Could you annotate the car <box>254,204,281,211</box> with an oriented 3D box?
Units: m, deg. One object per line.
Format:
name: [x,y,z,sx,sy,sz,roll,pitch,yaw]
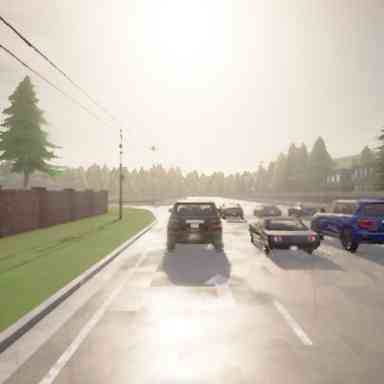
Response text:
car: [7.109,1.782,31.522,1.994,1.385,4.181,0,0,0]

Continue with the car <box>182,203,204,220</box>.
car: [0.110,1.779,31.513,1.994,1.385,4.181,0,0,0]

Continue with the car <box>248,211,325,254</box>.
car: [3.602,1.698,13.944,1.895,1.301,4.718,0,0,0]

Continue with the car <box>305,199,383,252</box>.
car: [7.103,1.323,14.527,2.150,2.045,5.566,0,0,0]

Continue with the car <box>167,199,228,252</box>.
car: [0.104,1.323,14.618,2.150,2.045,5.566,0,0,0]

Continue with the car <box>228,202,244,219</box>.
car: [3.610,1.704,30.890,2.128,1.511,4.902,0,0,0]

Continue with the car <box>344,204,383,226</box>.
car: [14.106,1.728,25.957,2.033,1.411,5.357,0,0,0]

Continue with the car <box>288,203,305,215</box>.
car: [10.610,1.747,31.849,1.812,1.442,4.674,0,0,0]
